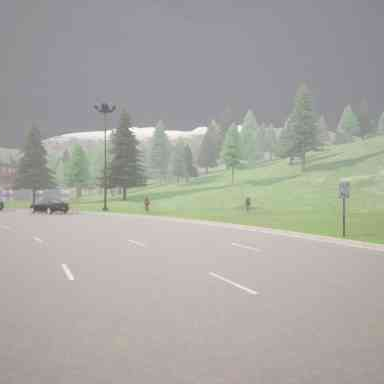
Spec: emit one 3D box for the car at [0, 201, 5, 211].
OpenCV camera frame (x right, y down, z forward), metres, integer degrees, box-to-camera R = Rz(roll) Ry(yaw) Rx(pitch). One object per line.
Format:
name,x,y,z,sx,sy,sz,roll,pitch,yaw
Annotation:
car,-24.367,1.526,39.619,4.674,1.442,1.812,0,0,23

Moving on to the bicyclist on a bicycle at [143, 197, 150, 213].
bicyclist on a bicycle,-4.474,1.303,32.822,0.582,1.620,1.656,0,-2,-31

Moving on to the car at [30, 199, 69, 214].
car,-15.039,1.477,34.929,5.008,1.535,1.882,0,0,33

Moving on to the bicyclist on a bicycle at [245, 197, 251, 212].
bicyclist on a bicycle,5.706,1.310,33.878,0.582,1.620,1.656,0,-2,-1
